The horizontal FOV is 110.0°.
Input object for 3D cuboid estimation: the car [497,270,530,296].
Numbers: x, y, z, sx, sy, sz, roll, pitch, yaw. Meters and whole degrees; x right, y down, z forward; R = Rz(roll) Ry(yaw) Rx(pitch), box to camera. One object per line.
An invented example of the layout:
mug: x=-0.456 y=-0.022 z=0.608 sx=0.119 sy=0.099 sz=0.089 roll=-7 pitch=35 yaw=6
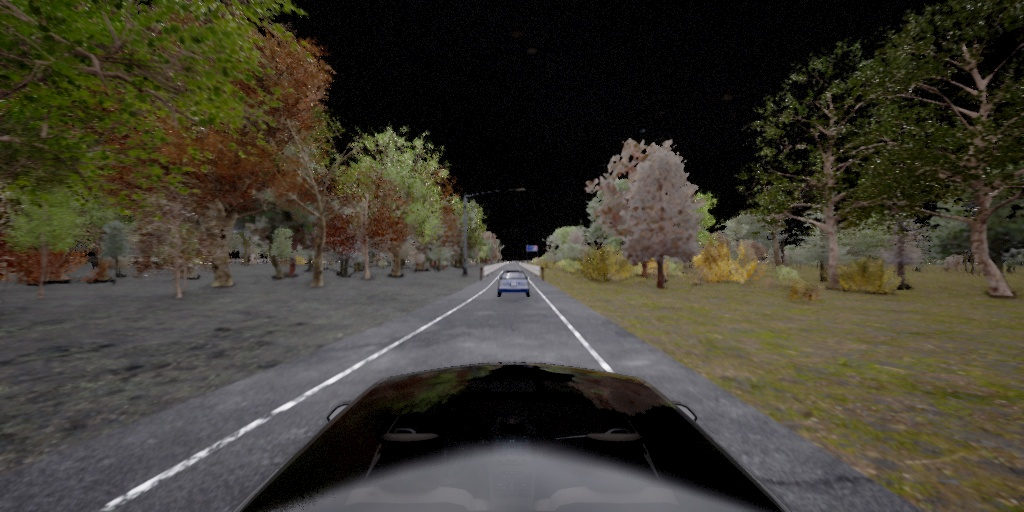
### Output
car: x=0.091 y=1.562 z=21.304 sx=2.033 sy=1.411 sz=5.357 roll=0 pitch=-1 yaw=0
